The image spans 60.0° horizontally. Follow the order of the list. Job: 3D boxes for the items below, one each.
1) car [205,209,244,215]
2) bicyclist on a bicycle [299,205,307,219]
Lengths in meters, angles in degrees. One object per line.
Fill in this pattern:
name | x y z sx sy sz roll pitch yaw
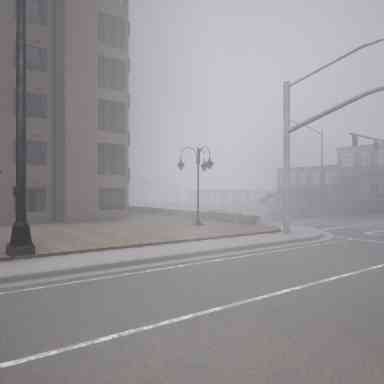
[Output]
car | 3.285 2.802 36.141 2.150 2.045 5.566 0 -10 -36
bicyclist on a bicycle | 13.543 2.464 40.664 1.656 1.620 0.582 0 -8 -35
